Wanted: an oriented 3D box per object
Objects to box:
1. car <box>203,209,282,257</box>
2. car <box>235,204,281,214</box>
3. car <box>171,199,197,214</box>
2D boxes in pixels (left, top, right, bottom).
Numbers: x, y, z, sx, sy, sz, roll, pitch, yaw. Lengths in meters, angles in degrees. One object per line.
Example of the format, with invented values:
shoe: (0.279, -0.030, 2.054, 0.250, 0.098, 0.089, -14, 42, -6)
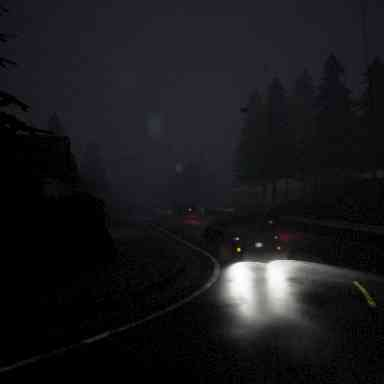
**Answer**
car: (1.791, 1.572, 12.966, 1.994, 1.385, 4.181, 0, 0, -13)
car: (3.587, 1.487, 20.460, 1.882, 1.535, 5.008, 0, 0, -16)
car: (-0.880, 1.507, 35.325, 1.837, 1.490, 4.892, 0, -1, -17)
